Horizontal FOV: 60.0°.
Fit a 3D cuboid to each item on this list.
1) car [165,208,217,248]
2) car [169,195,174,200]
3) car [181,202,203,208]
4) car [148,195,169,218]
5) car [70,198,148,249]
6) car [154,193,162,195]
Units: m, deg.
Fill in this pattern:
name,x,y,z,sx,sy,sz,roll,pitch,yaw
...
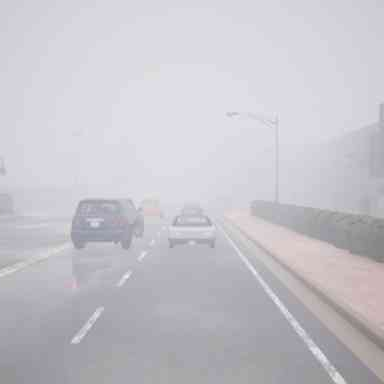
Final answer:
name,x,y,z,sx,sy,sz,roll,pitch,yaw
car,0.000,1.615,14.680,1.895,1.301,4.718,0,0,0
car,-6.240,1.510,92.684,1.812,1.442,4.674,0,0,5
car,0.000,1.571,29.650,1.994,1.385,4.181,0,0,0
car,-3.500,1.365,29.620,2.097,1.767,4.553,0,0,0
car,-3.500,1.257,14.680,2.150,2.045,5.566,0,0,0
car,-9.703,1.222,93.295,2.150,2.045,5.566,0,0,5
